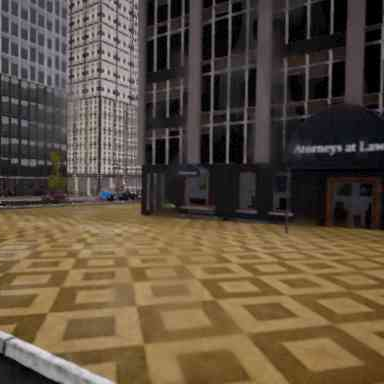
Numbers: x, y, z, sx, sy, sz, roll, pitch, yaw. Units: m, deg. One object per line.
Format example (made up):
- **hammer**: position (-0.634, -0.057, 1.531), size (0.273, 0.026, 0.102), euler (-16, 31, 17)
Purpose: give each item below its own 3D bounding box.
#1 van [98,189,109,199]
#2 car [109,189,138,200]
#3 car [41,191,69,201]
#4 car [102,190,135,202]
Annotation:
- **van**: position (-15.709, 0.333, 62.295), size (1.690, 1.788, 3.998), euler (1, 1, 32)
- **car**: position (-11.576, 0.657, 58.118), size (1.882, 1.535, 5.008), euler (2, 1, 33)
- **car**: position (-21.721, 0.509, 52.748), size (1.967, 1.590, 4.097), euler (1, 1, 32)
- **car**: position (-11.631, 0.856, 53.056), size (1.947, 1.339, 4.313), euler (1, 1, 32)
